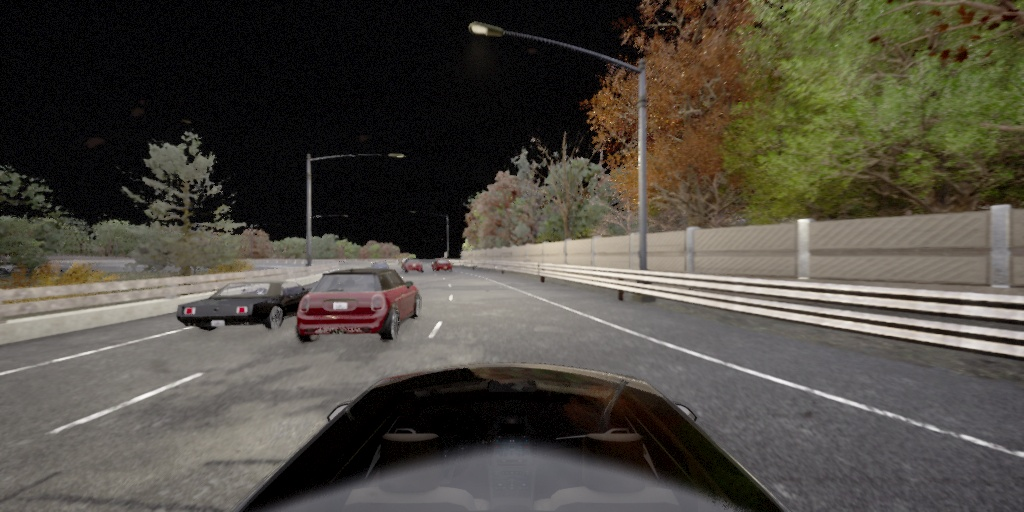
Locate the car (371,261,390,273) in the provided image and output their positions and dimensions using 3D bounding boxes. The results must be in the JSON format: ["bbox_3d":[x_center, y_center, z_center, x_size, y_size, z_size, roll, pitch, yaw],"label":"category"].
[{"bbox_3d":[-16.348,1.331,44.477,1.994,1.385,4.181,0,0,-24],"label":"car"}]

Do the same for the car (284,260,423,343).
[{"bbox_3d":[-3.932,1.110,10.001,2.097,1.767,4.553,0,0,-4],"label":"car"}]

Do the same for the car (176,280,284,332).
[{"bbox_3d":[-7.477,1.379,11.099,1.895,1.301,4.718,0,0,-5],"label":"car"}]

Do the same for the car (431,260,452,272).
[{"bbox_3d":[-8.788,1.198,44.614,1.882,1.535,5.008,0,0,-22],"label":"car"}]
